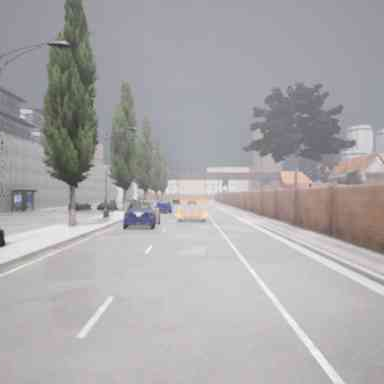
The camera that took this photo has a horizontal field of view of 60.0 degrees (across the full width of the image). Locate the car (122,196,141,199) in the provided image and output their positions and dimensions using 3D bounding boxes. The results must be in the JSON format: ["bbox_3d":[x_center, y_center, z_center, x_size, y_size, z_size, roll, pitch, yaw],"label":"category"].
[{"bbox_3d":[-11.537,1.927,62.469,2.128,1.511,4.902,0,0,1],"label":"car"}]

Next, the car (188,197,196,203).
[{"bbox_3d":[-0.014,1.989,83.604,1.882,1.535,5.008,0,0,0],"label":"car"}]

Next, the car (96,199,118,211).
[{"bbox_3d":[-11.591,1.865,45.766,2.033,1.411,5.357,0,0,0],"label":"car"}]

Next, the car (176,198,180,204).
[{"bbox_3d":[-3.513,2.045,75.161,2.128,1.511,4.902,0,0,0],"label":"car"}]

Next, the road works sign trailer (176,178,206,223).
[{"bbox_3d":[-0.005,0.655,27.405,2.380,3.560,2.880,0,0,0],"label":"road works sign trailer"}]

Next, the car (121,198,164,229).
[{"bbox_3d":[-3.405,1.515,23.371,2.097,1.767,4.553,0,0,0],"label":"car"}]

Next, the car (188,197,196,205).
[{"bbox_3d":[-0.013,2.099,73.526,1.895,1.301,4.718,0,0,0],"label":"car"}]

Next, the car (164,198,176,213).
[{"bbox_3d":[-3.408,1.764,41.301,1.882,1.535,5.008,0,0,0],"label":"car"}]

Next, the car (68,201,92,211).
[{"bbox_3d":[-15.094,1.912,44.801,1.895,1.301,4.718,0,0,0],"label":"car"}]

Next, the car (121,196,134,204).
[{"bbox_3d":[-15.013,1.778,77.429,2.097,1.767,4.553,0,0,0],"label":"car"}]

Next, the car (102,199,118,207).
[{"bbox_3d":[-15.040,1.950,61.268,1.812,1.442,4.674,0,0,1],"label":"car"}]
